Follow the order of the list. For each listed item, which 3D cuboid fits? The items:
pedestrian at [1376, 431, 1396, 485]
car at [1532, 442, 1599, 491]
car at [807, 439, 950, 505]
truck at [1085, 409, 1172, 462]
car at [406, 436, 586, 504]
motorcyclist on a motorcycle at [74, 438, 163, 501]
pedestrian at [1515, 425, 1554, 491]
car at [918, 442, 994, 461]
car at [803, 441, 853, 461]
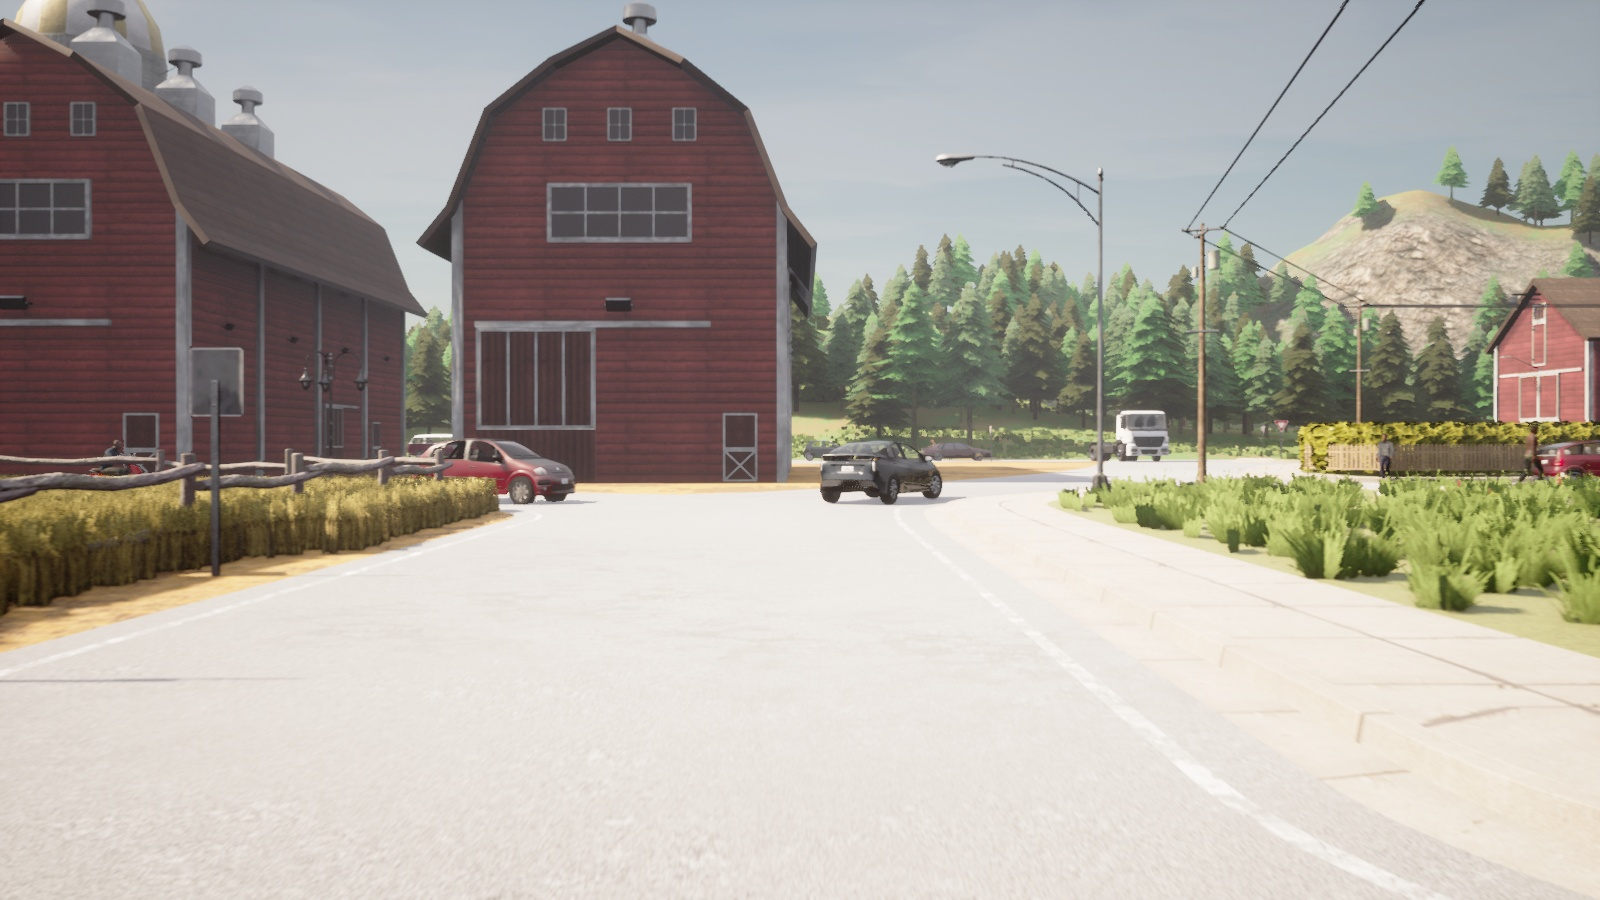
[{"bbox_3d":[21.076,0.285,45.168,0.423,1.949,0.788,0,0,41],"label":"pedestrian"},{"bbox_3d":[25.729,0.512,40.069,3.705,1.549,1.789,0,0,4],"label":"car"},{"bbox_3d":[2.065,0.487,31.549,2.007,1.525,4.514,0,1,26],"label":"car"},{"bbox_3d":[22.190,-0.924,85.425,2.891,3.462,7.936,0,0,-8],"label":"truck"},{"bbox_3d":[-7.546,0.456,31.223,3.988,1.617,1.851,0,0,21],"label":"car"},{"bbox_3d":[-17.626,0.496,32.506,1.817,1.590,0.866,0,0,-3],"label":"motorcyclist on a motorcycle"},{"bbox_3d":[20.257,0.216,34.636,0.869,1.805,0.328,0,0,0],"label":"pedestrian"},{"bbox_3d":[11.517,0.121,93.004,5.357,1.411,2.033,0,0,1],"label":"car"},{"bbox_3d":[2.048,0.079,93.100,3.633,1.501,1.845,0,0,1],"label":"car"}]
